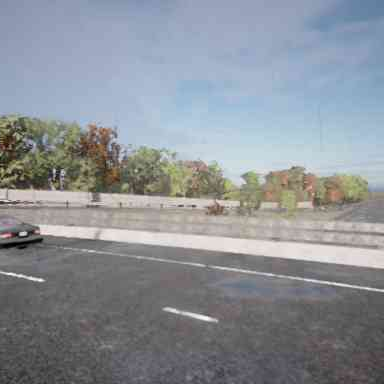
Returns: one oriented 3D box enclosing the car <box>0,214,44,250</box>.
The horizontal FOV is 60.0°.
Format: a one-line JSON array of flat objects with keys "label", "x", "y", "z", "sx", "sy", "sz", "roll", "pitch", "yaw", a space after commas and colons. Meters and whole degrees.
[{"label": "car", "x": -8.230, "y": 1.546, "z": 12.992, "sx": 5.357, "sy": 1.411, "sz": 2.033, "roll": 0, "pitch": 0, "yaw": 28}]
